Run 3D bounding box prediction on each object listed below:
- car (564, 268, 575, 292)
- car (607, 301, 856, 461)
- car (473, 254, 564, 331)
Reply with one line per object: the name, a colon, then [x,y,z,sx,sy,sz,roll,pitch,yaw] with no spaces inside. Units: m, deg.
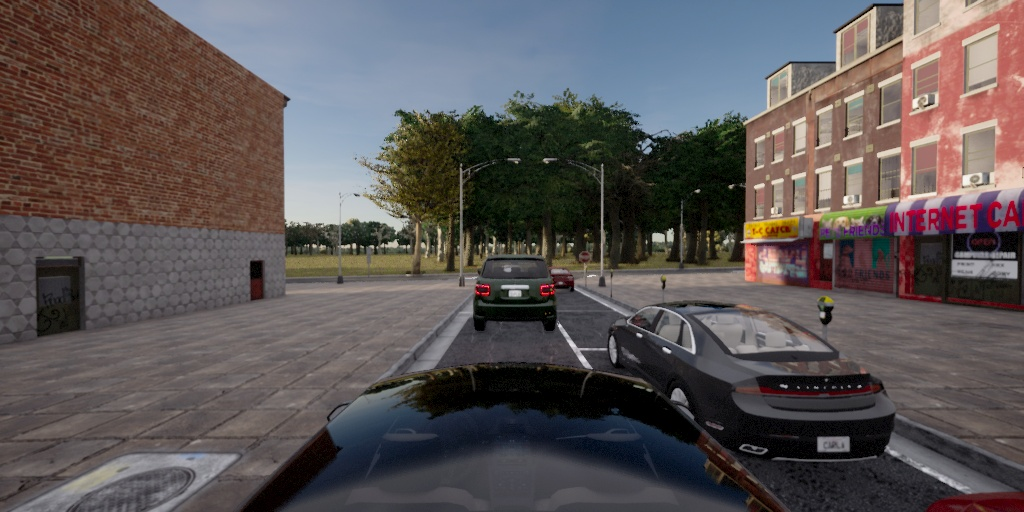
car: [2.594,1.311,21.327,1.888,1.381,4.507,0,0,0]
car: [2.629,1.302,5.108,2.007,1.370,4.403,0,0,0]
car: [0.080,0.978,11.098,2.150,2.045,5.566,0,0,0]
